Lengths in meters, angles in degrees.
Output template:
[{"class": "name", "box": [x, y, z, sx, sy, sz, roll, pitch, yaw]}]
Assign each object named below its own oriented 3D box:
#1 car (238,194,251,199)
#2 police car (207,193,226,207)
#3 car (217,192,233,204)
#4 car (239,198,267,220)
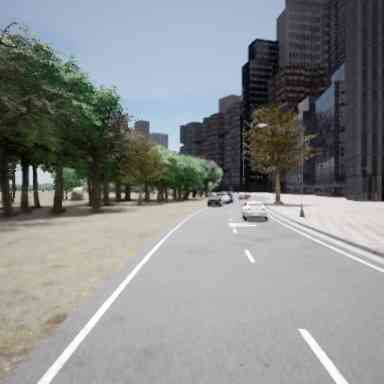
[{"class": "car", "box": [12.620, 1.277, 82.042, 1.994, 1.385, 4.181, 0, 0, 15]}, {"class": "police car", "box": [3.386, 1.304, 48.543, 1.930, 1.638, 5.238, 0, 0, 10]}, {"class": "car", "box": [5.351, 1.080, 58.239, 2.150, 2.045, 5.566, 0, 0, 12]}, {"class": "car", "box": [5.049, 1.463, 27.176, 1.812, 1.442, 4.674, 0, 0, 6]}]
